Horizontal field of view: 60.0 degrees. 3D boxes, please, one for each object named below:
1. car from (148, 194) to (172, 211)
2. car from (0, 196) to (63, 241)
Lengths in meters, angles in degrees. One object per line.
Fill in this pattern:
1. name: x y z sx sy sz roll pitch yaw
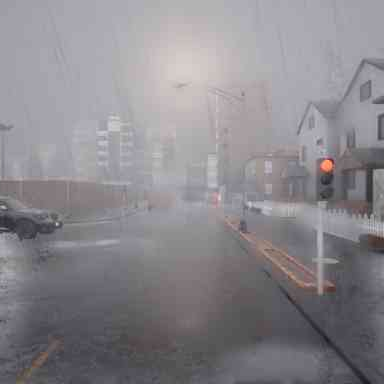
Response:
1. car: -4.079 1.221 41.202 2.150 2.045 5.566 0 0 0
2. car: -9.361 1.221 16.415 5.566 2.045 2.150 0 0 3
